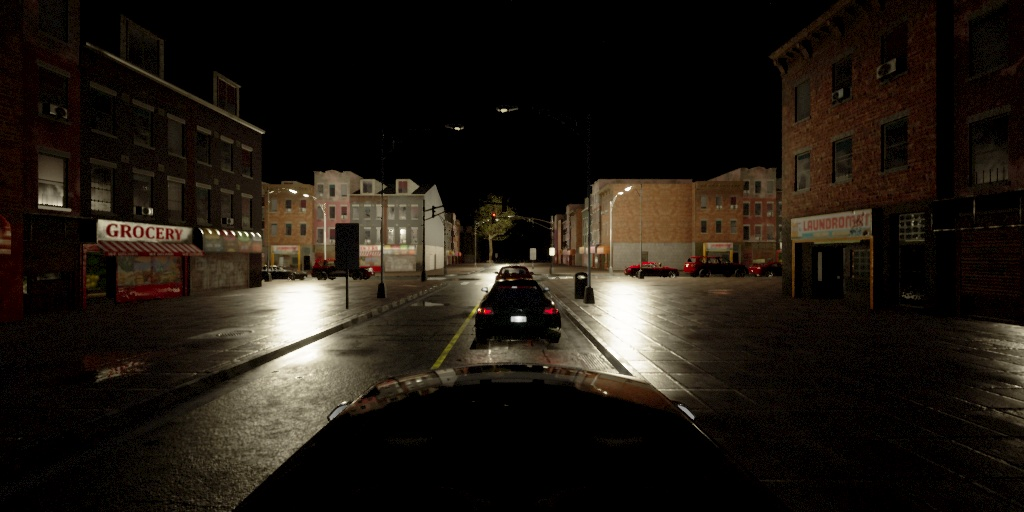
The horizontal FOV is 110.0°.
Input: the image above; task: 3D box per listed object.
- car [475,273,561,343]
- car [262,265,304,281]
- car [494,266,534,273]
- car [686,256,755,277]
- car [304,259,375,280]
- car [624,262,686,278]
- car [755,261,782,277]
[{"bbox_3d":[0.110,1.316,9.648,1.994,1.385,4.181,0,0,-1],"label":"car"},{"bbox_3d":[-19.877,1.473,30.677,4.313,1.339,1.948,0,0,0],"label":"car"},{"bbox_3d":[0.106,1.236,18.612,1.882,1.535,5.008,0,0,0],"label":"car"},{"bbox_3d":[17.391,0.948,30.731,5.009,1.841,2.192,0,0,0],"label":"car"},{"bbox_3d":[-14.451,1.180,30.685,5.009,1.841,2.192,0,0,0],"label":"car"},{"bbox_3d":[11.957,1.217,30.723,4.507,1.381,1.888,0,0,0],"label":"car"},{"bbox_3d":[22.825,1.141,30.739,4.507,1.381,1.888,0,0,0],"label":"car"}]
